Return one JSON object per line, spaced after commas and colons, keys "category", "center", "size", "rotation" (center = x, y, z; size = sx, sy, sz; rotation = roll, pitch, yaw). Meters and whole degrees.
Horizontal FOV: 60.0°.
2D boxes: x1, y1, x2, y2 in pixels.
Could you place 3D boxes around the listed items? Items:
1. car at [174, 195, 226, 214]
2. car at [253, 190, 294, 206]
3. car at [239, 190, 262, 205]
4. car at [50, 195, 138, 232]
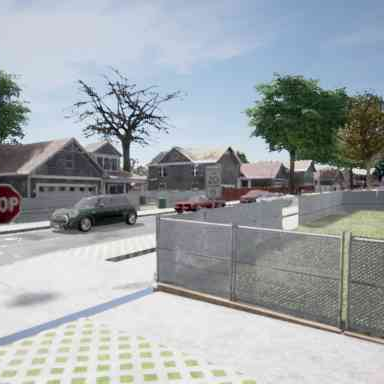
{"category": "car", "center": [0.659, 0.949, 25.517], "size": [1.895, 1.301, 4.718], "rotation": [0, 2, 35]}
{"category": "car", "center": [7.670, 0.739, 30.328], "size": [1.895, 1.301, 4.718], "rotation": [0, 2, 35]}
{"category": "car", "center": [6.576, 0.546, 33.869], "size": [1.882, 1.535, 5.008], "rotation": [0, 2, 35]}
{"category": "car", "center": [-5.043, 0.972, 17.444], "size": [2.097, 1.767, 4.553], "rotation": [0, 2, 35]}
